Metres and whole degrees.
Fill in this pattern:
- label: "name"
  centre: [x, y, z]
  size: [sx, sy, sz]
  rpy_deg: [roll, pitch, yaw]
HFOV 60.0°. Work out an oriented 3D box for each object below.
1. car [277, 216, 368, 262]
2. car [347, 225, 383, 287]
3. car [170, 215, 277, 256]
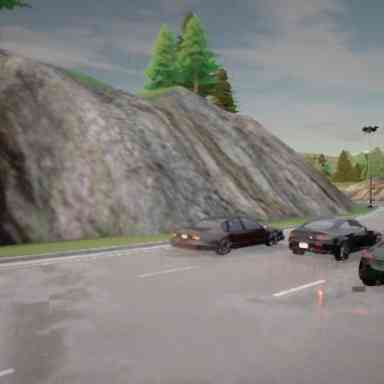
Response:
- label: "car"
  centre: [5.465, 1.617, 12.584]
  size: [4.674, 1.442, 1.812]
  rpy_deg: [0, -1, -41]
- label: "car"
  centre: [6.013, 1.612, 8.489]
  size: [4.181, 1.385, 1.994]
  rpy_deg: [0, -1, -40]
- label: "car"
  centre: [1.632, 1.676, 13.776]
  size: [5.357, 1.411, 2.033]
  rpy_deg: [0, -1, -41]
